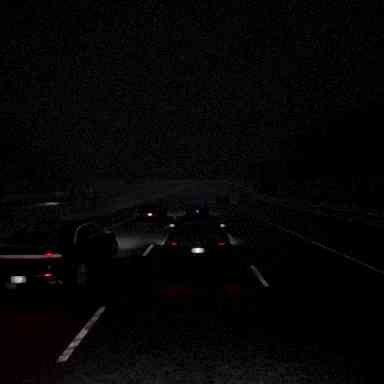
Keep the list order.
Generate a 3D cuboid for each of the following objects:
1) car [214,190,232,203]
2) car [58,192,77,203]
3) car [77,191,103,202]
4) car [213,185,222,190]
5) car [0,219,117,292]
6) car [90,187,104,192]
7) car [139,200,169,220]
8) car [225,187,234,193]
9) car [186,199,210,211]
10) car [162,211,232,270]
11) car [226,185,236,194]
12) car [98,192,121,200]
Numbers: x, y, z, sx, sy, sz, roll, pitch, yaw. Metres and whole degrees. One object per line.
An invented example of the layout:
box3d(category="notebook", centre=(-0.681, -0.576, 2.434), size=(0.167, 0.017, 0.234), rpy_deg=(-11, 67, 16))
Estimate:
box3d(category="car", centre=(4.674, 0.882, 51.034), size=(1.882, 1.535, 5.008), rpy_deg=(0, 2, 3))
box3d(category="car", centre=(-19.790, 0.869, 53.433), size=(1.837, 1.490, 4.892), rpy_deg=(0, 2, 3))
box3d(category="car", centre=(-16.292, 0.927, 53.370), size=(1.994, 1.385, 4.181), rpy_deg=(0, 2, 3))
box3d(category="car", centre=(5.920, 0.033, 74.181), size=(2.097, 1.767, 4.553), rpy_deg=(0, 2, 3))
box3d(category="car", centre=(-3.345, 1.475, 8.870), size=(2.128, 1.511, 4.902), rpy_deg=(0, 0, 0))
box3d(category="car", centre=(-21.459, -0.324, 74.943), size=(2.097, 1.767, 4.553), rpy_deg=(0, 2, 0))
box3d(category="car", centre=(-3.050, 1.390, 26.973), size=(1.837, 1.490, 4.892), rpy_deg=(0, 1, 1))
box3d(category="car", centre=(10.675, -0.658, 94.891), size=(2.033, 1.411, 5.357), rpy_deg=(0, 3, 3))
box3d(category="car", centre=(0.495, 1.343, 28.716), size=(1.882, 1.535, 5.008), rpy_deg=(0, 1, 1))
box3d(category="car", centre=(0.176, 1.540, 10.993), size=(1.994, 1.385, 4.181), rpy_deg=(0, 0, 1))
box3d(category="car", centre=(9.976, -0.701, 85.277), size=(2.150, 2.045, 5.566), rpy_deg=(0, 2, 5))
box3d(category="car", centre=(-12.817, 0.976, 52.835), size=(1.895, 1.301, 4.718), rpy_deg=(0, 2, 3))
